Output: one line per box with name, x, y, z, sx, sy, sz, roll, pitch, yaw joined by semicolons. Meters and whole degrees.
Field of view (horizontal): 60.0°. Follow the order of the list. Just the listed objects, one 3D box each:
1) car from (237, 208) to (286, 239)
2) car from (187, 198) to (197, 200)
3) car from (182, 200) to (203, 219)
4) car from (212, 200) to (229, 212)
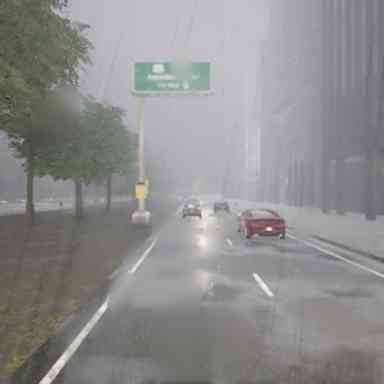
car;3.606;1.592;18.007;1.882;1.535;5.008;0;0;0
car;0.041;1.609;44.207;2.097;1.767;4.553;0;0;0
car;0.017;1.739;31.665;2.033;1.411;5.357;0;0;0
car;3.597;1.736;41.729;2.128;1.511;4.902;0;0;0
